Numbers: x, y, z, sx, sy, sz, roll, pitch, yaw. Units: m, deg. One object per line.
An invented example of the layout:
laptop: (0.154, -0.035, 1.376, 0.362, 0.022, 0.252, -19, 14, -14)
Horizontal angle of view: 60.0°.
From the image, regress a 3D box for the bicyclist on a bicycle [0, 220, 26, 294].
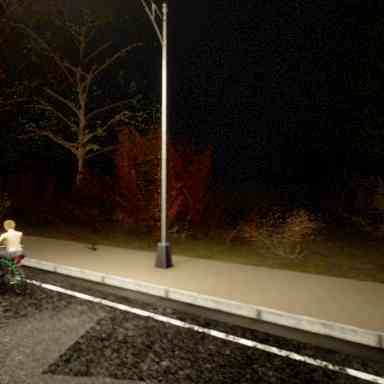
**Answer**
bicyclist on a bicycle: (-4.202, 1.443, 7.602, 1.509, 1.612, 0.866, 0, 0, 35)
